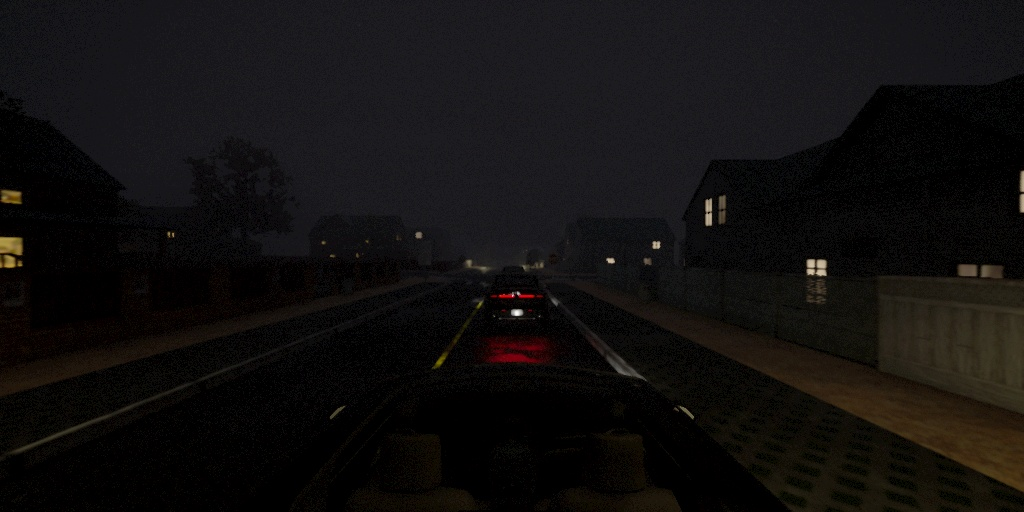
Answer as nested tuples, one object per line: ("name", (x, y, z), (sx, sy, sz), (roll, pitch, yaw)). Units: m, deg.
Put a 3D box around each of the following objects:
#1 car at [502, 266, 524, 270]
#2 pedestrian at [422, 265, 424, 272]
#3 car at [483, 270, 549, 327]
("car", (0.050, 1.381, 23.051), (1.837, 1.490, 4.892), (0, -1, -2))
("pedestrian", (-9.692, 0.846, 39.477), (0.375, 1.860, 0.375), (0, 0, 1))
("car", (0.105, 1.308, 11.760), (1.837, 1.490, 4.892), (0, -2, -1))
